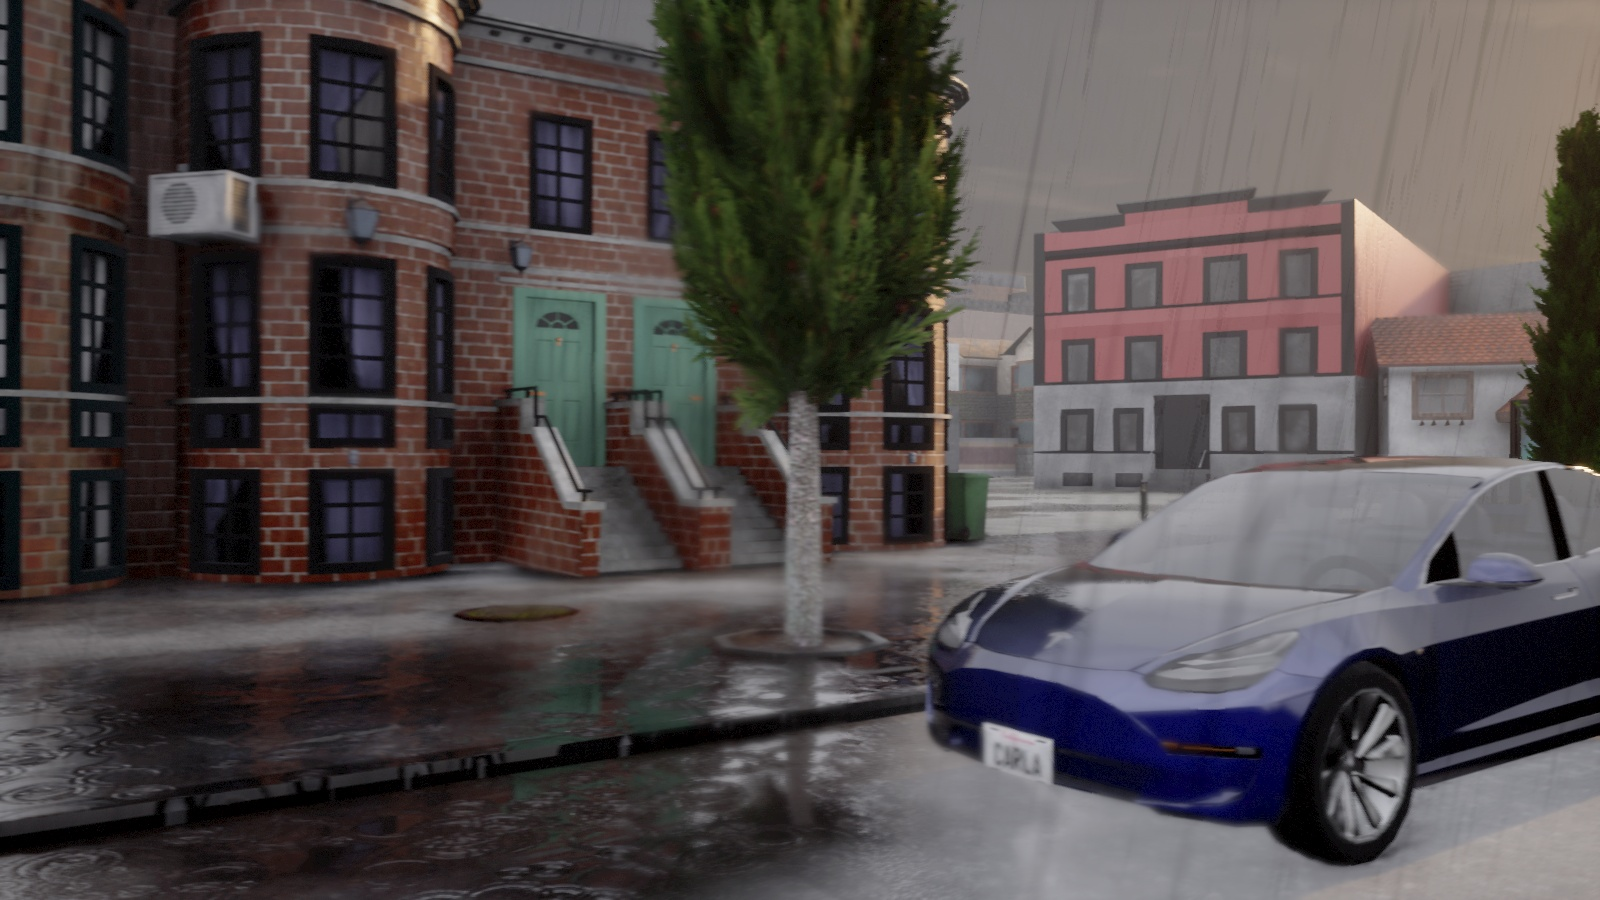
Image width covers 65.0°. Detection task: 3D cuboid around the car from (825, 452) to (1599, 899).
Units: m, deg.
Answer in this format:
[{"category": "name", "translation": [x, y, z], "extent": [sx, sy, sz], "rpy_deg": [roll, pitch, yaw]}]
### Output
[{"category": "car", "translation": [2.700, 0.754, 6.147], "extent": [4.792, 1.488, 2.163], "rpy_deg": [0, 0, -35]}]
